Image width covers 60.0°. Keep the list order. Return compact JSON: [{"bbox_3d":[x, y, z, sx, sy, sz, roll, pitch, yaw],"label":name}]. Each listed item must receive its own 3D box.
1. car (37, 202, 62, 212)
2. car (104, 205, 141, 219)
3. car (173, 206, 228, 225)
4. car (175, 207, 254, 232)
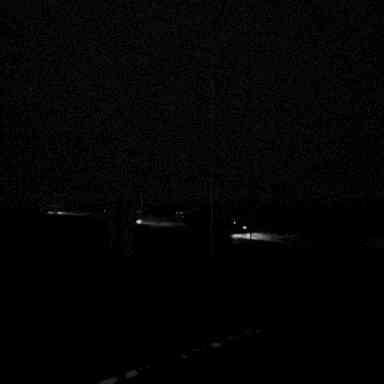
[{"bbox_3d":[-20.035,2.074,46.813,1.895,1.301,4.718,1,-1,-43],"label":"car"},{"bbox_3d":[-6.631,1.763,31.397,2.128,1.511,4.902,1,-1,-39],"label":"car"},{"bbox_3d":[0.566,1.845,27.034,1.895,1.301,4.718,1,-1,-37],"label":"car"},{"bbox_3d":[1.413,1.686,21.209,2.033,1.411,5.357,1,-1,-38],"label":"car"}]
